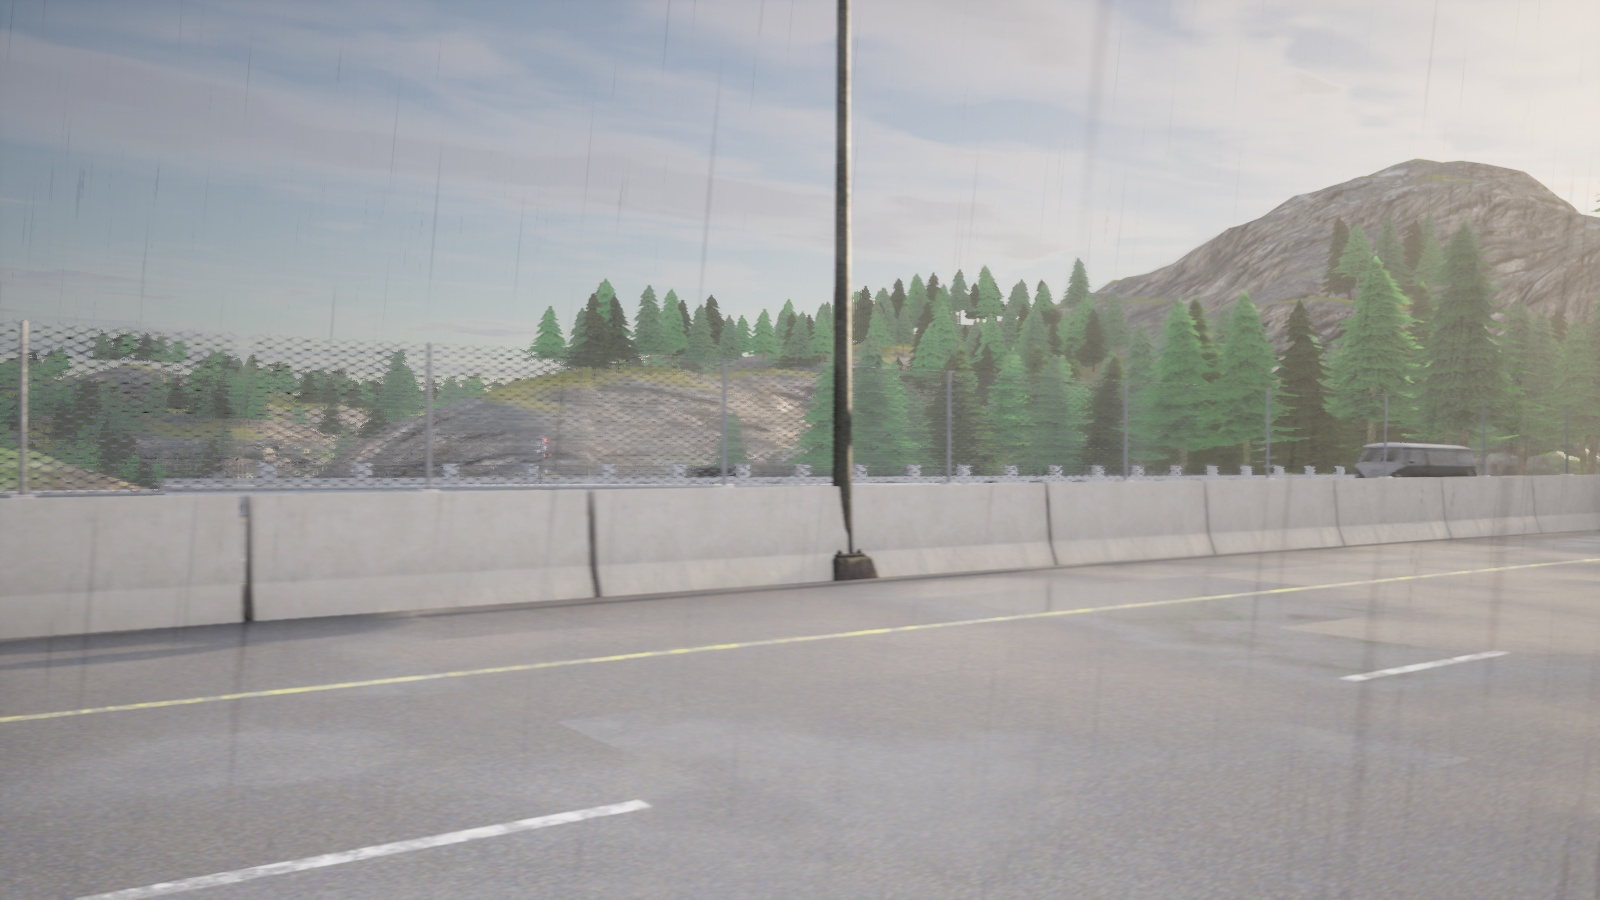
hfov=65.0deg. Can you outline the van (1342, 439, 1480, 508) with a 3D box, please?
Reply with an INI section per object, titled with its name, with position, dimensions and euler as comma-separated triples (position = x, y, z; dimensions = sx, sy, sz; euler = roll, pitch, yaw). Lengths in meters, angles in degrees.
[van]
position = 18.420, 0.702, 37.802
dimensions = 4.442, 1.987, 1.775
euler = 1, -1, -35
